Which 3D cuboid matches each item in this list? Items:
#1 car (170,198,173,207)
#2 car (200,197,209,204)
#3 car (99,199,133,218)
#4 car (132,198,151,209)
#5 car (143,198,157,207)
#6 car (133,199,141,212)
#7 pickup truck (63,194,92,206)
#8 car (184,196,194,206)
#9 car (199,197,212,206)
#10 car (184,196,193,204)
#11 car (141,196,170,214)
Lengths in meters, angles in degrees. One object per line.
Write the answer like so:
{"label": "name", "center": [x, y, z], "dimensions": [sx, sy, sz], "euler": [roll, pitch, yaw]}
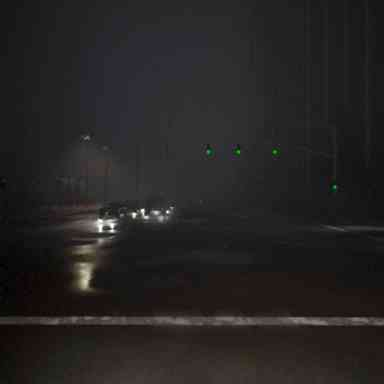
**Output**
{"label": "car", "center": [-4.178, 1.868, 48.084], "dimensions": [1.895, 1.301, 4.718], "euler": [0, 0, 0]}
{"label": "car", "center": [2.705, 1.939, 74.804], "dimensions": [1.812, 1.442, 4.674], "euler": [0, 0, 0]}
{"label": "car", "center": [-7.634, 1.672, 32.512], "dimensions": [2.128, 1.511, 4.902], "euler": [0, 0, 2]}
{"label": "car", "center": [-7.705, 1.777, 51.362], "dimensions": [2.128, 1.511, 4.902], "euler": [0, 0, 0]}
{"label": "car", "center": [-7.747, 1.818, 61.315], "dimensions": [1.882, 1.535, 5.008], "euler": [0, 0, 0]}
{"label": "car", "center": [-7.635, 1.710, 41.814], "dimensions": [1.882, 1.535, 5.008], "euler": [0, 0, 0]}
{"label": "pickup truck", "center": [-20.798, 1.391, 59.690], "dimensions": [2.390, 2.098, 6.274], "euler": [0, 0, 30]}
{"label": "car", "center": [-0.616, 1.961, 64.908], "dimensions": [1.895, 1.301, 4.718], "euler": [0, 0, 0]}
{"label": "car", "center": [2.886, 1.849, 64.419], "dimensions": [2.128, 1.511, 4.902], "euler": [0, 0, 0]}
{"label": "car", "center": [-0.796, 1.771, 75.056], "dimensions": [2.097, 1.767, 4.553], "euler": [0, 0, 0]}
{"label": "car", "center": [-4.104, 1.433, 38.139], "dimensions": [2.150, 2.045, 5.566], "euler": [0, 0, 0]}
